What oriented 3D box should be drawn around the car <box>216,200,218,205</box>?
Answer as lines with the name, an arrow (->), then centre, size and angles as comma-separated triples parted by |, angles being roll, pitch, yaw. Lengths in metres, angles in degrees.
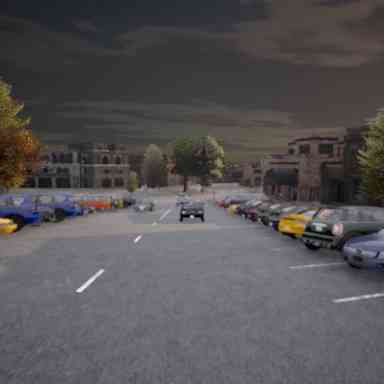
car -> 6.150, 1.482, 44.535 | 4.792, 1.488, 2.163 | 1, 0, -21

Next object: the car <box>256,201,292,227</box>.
car -> 6.356, 1.425, 18.067 | 4.892, 1.521, 2.231 | 1, 0, -20

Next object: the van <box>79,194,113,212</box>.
van -> -11.374, 1.262, 36.538 | 4.442, 1.987, 1.878 | -1, 0, -19

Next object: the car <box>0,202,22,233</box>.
car -> -11.261, 1.451, 15.598 | 5.366, 1.575, 1.946 | -1, 0, -20

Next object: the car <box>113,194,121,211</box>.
car -> -11.173, 1.365, 39.591 | 4.553, 1.767, 2.185 | -1, 0, -19

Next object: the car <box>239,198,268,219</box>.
car -> 6.335, 1.430, 23.934 | 5.008, 1.535, 2.097 | 1, 0, -20

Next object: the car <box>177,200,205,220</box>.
car -> -0.016, 1.567, 27.105 | 1.895, 1.301, 4.718 | 0, 0, 0

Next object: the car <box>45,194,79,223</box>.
car -> -11.459, 1.219, 24.536 | 5.566, 2.045, 2.435 | -1, 0, -20

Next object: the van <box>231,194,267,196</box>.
van -> 6.339, 1.218, 35.722 | 4.442, 1.987, 1.878 | 1, 0, -21

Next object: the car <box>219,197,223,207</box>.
car -> 6.201, 1.446, 38.622 | 5.008, 1.535, 2.097 | 1, 0, -21

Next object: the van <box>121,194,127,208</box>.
van -> -11.033, 1.268, 42.627 | 4.442, 1.987, 1.878 | -1, 0, -19

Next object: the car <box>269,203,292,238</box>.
car -> 6.373, 1.420, 15.130 | 5.008, 1.535, 2.097 | 1, 0, -20

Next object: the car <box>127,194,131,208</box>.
car -> -11.053, 1.248, 45.597 | 5.566, 2.045, 2.435 | -1, 0, -19

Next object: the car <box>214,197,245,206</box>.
car -> 6.008, 1.502, 53.372 | 4.674, 1.452, 2.002 | 1, 0, -21

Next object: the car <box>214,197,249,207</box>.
car -> 6.021, 1.487, 50.410 | 4.792, 1.488, 2.163 | 1, 0, -21

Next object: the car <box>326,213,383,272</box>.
car -> 6.405, 1.463, 9.255 | 4.674, 1.452, 2.002 | 1, 0, -20

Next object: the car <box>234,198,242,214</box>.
car -> 6.278, 1.462, 26.861 | 4.792, 1.488, 2.163 | 1, 0, -20

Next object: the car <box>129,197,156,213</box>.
car -> -5.130, 1.474, 36.650 | 2.128, 1.511, 4.902 | 0, 0, 0

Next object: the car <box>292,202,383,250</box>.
car -> 6.363, 1.294, 12.188 | 4.553, 1.767, 2.185 | 1, 0, -20

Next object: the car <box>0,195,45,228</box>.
car -> -11.474, 1.210, 18.517 | 5.566, 2.045, 2.435 | -1, 0, -20

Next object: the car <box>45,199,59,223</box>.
car -> -11.442, 1.466, 21.532 | 4.892, 1.521, 2.231 | -1, 0, -20

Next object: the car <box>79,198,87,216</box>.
car -> -11.426, 1.504, 27.551 | 4.792, 1.488, 2.163 | -1, 0, -19

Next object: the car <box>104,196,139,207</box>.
car -> -10.943, 1.508, 51.579 | 5.008, 1.535, 2.097 | -1, 0, -19

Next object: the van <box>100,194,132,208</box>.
van -> -11.124, 1.279, 48.541 | 4.442, 1.987, 1.878 | -1, 0, -19

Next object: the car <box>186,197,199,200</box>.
car -> 0.604, 1.585, 42.405 | 1.895, 1.301, 4.718 | 0, 0, 5

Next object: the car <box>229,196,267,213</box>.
car -> 6.290, 1.436, 29.807 | 5.008, 1.535, 2.097 | 1, 0, -20

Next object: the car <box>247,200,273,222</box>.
car -> 6.342, 1.428, 21.000 | 4.892, 1.521, 2.231 | 1, 0, -20

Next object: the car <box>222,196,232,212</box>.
car -> 6.080, 1.434, 32.677 | 5.366, 1.575, 1.946 | 1, 0, -20

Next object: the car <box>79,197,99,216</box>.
car -> -11.371, 1.479, 30.571 | 4.892, 1.521, 2.231 | -1, 0, -19

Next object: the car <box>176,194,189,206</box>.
car -> -1.691, 1.549, 54.998 | 2.033, 1.411, 5.357 | 0, 0, -1
